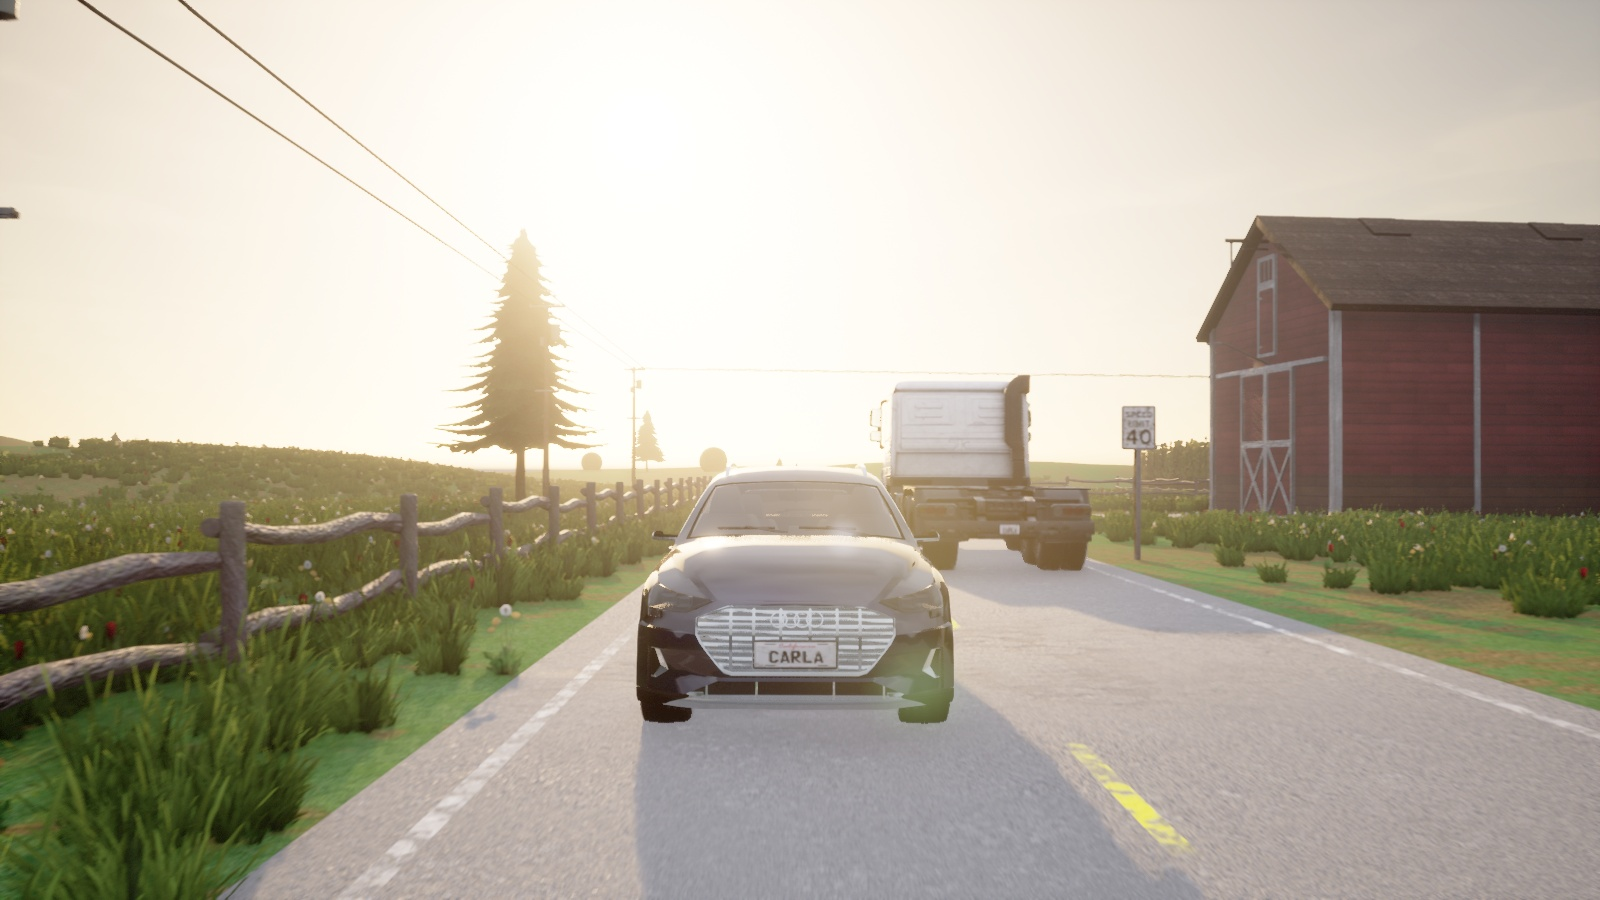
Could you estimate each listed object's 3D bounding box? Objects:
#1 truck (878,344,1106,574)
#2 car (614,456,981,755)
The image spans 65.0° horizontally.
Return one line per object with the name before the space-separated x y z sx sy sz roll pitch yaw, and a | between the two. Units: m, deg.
truck | 3.140 0.204 22.900 2.891 3.462 7.936 0 -1 0
car | -0.024 0.902 9.405 2.033 1.649 4.856 0 -1 0
